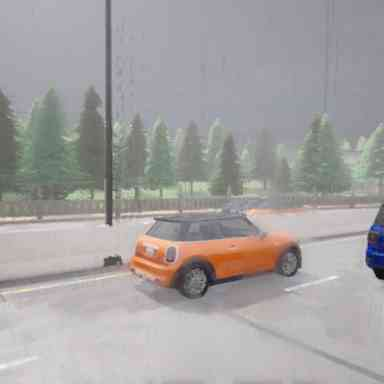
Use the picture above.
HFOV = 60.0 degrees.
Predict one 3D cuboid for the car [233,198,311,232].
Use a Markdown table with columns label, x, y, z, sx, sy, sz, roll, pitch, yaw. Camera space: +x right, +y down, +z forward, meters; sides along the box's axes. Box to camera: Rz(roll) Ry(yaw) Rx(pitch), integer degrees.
| label | x | y | z | sx | sy | sz | roll | pitch | yaw |
| --- | --- | --- | --- | --- | --- | --- | --- | --- | --- |
| car | 4.898 | 1.298 | 20.232 | 4.553 | 1.767 | 2.097 | 0 | 0 | -34 |

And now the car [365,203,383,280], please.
| label | x | y | z | sx | sy | sz | roll | pitch | yaw |
| --- | --- | --- | --- | --- | --- | --- | --- | --- | --- |
| car | 6.654 | 1.186 | 8.489 | 5.566 | 2.045 | 2.150 | 0 | 0 | -35 |

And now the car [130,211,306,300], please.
| label | x | y | z | sx | sy | sz | roll | pitch | yaw |
| --- | --- | --- | --- | --- | --- | --- | --- | --- | --- |
| car | 0.798 | 1.333 | 8.617 | 4.553 | 1.767 | 2.097 | 0 | 0 | -35 |
